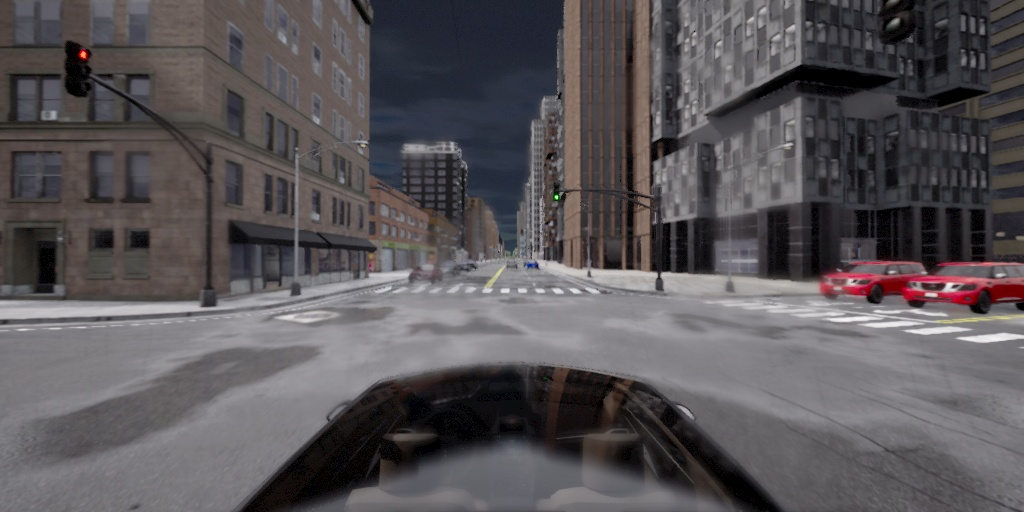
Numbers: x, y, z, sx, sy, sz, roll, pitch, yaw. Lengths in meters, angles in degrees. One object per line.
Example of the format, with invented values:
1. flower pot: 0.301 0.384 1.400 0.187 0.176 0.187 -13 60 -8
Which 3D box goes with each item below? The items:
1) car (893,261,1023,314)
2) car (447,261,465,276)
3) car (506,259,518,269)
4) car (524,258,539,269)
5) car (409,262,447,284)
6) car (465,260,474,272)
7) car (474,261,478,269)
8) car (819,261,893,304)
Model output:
1. car: 19.758 1.266 15.447 5.566 2.045 2.150 1 -1 -17
2. car: -6.600 1.328 37.968 2.128 1.511 4.902 0 0 0
3. car: -0.006 1.373 58.961 2.128 1.511 4.902 0 0 0
4. car: 3.335 1.358 57.925 1.882 1.535 5.008 0 0 0
5. car: -6.604 1.338 28.008 1.812 1.442 4.674 0 0 0
6. car: -6.575 1.423 47.930 1.994 1.385 4.181 0 0 0
7. car: -6.514 1.427 58.202 2.033 1.411 5.357 0 0 0
8. car: 18.760 1.287 18.534 5.566 2.045 2.150 1 -1 -16
